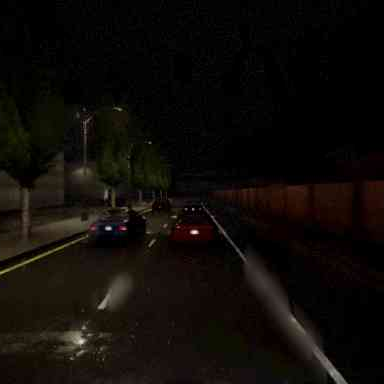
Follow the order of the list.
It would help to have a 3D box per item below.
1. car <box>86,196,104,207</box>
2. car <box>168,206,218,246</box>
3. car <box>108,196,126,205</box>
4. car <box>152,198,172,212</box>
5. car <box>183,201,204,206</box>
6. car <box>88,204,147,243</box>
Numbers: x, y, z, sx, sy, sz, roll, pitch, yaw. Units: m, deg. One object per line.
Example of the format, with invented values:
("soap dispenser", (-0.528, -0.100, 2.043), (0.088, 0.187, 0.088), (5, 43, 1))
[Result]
("car", (-15.000, 1.435, 51.367), (1.882, 1.535, 5.008), (0, 0, 0))
("car", (0.101, 1.551, 15.105), (1.994, 1.385, 4.181), (0, 0, 0))
("car", (-11.500, 1.434, 51.369), (1.882, 1.535, 5.008), (0, 0, 0))
("car", (-3.396, 1.444, 38.021), (1.882, 1.535, 5.008), (0, 0, 0))
("car", (0.105, 1.520, 30.972), (2.033, 1.411, 5.357), (0, 0, 0))
("car", (-3.397, 1.533, 16.041), (2.033, 1.411, 5.357), (0, 0, 0))
